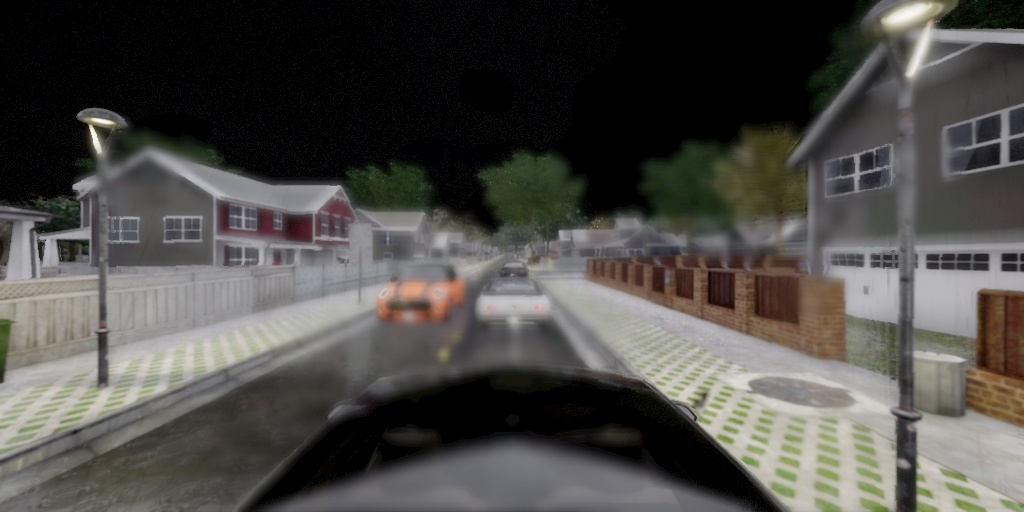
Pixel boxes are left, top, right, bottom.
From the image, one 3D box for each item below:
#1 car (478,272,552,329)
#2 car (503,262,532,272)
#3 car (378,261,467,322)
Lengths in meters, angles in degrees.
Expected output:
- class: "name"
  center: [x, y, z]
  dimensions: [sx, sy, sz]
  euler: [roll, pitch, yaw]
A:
- class: "car"
  center: [0.073, 1.340, 11.185]
  dimensions: [1.895, 1.301, 4.718]
  euler: [0, 0, 0]
- class: "car"
  center: [0.408, 1.198, 26.840]
  dimensions: [1.882, 1.535, 5.008]
  euler: [0, 0, 6]
- class: "car"
  center: [-2.831, 1.089, 12.185]
  dimensions: [2.097, 1.767, 4.553]
  euler: [0, 0, 0]
